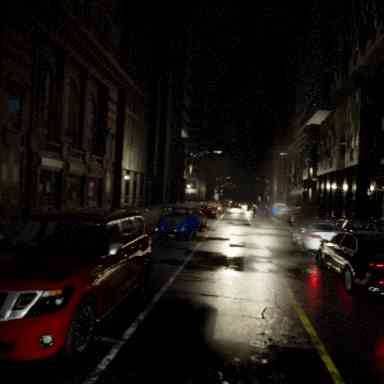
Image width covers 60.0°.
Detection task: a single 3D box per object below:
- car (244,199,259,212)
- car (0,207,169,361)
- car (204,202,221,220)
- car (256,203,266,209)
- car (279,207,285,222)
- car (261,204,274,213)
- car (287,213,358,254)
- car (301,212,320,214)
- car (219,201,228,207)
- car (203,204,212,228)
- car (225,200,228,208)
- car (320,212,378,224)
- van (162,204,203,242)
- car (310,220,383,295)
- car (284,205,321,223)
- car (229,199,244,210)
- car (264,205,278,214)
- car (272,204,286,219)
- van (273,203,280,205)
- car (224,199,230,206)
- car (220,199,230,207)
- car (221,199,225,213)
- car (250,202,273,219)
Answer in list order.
[{"bbox_3d":[10.388,2.389,56.099,2.150,2.045,5.566,3,-1,8],"label":"car"},{"bbox_3d":[-2.129,1.282,6.173,2.192,1.841,5.009,3,-1,8],"label":"car"},{"bbox_3d":[1.594,1.914,33.927,1.967,1.590,4.097,3,-1,8],"label":"car"},{"bbox_3d":[15.996,3.242,77.209,1.887,1.381,4.507,3,-1,8],"label":"car"},{"bbox_3d":[10.027,2.455,32.798,1.802,1.307,4.206,3,-1,8],"label":"car"},{"bbox_3d":[13.757,2.968,60.554,1.802,1.307,4.206,3,-1,8],"label":"car"},{"bbox_3d":[5.819,1.989,15.448,1.812,1.442,4.674,3,-1,8],"label":"car"},{"bbox_3d":[8.535,2.250,21.695,1.802,1.307,4.206,3,-1,8],"label":"car"},{"bbox_3d":[7.555,2.843,78.332,1.887,1.381,4.507,3,-1,8],"label":"car"},{"bbox_3d":[0.075,1.791,22.655,1.752,1.417,4.829,3,-1,8],"label":"car"},{"bbox_3d":[4.571,2.450,56.129,1.947,1.339,4.313,3,-1,8],"label":"car"},{"bbox_3d":[7.797,2.007,16.146,1.967,1.590,4.097,3,-1,8],"label":"car"},{"bbox_3d":[-0.639,1.509,17.274,1.690,1.788,3.998,3,-1,8],"label":"van"},{"bbox_3d":[4.962,1.857,9.511,1.837,1.490,4.892,3,-1,8],"label":"car"},{"bbox_3d":[9.295,2.086,27.250,2.192,1.841,5.009,3,-1,8],"label":"car"},{"bbox_3d":[8.839,2.577,67.116,2.097,1.767,4.553,3,-1,8],"label":"car"},{"bbox_3d":[13.011,2.865,55.004,1.802,1.307,4.206,3,-1,8],"label":"car"},{"bbox_3d":[10.799,2.504,38.518,1.752,1.417,4.829,3,-1,8],"label":"car"},{"bbox_3d":[11.531,2.419,43.903,1.690,1.788,3.998,3,-1,8],"label":"van"},{"bbox_3d":[6.063,2.641,67.230,2.008,1.369,4.403,3,-1,8],"label":"car"},{"bbox_3d":[8.313,2.718,83.886,2.192,1.841,5.009,3,-1,8],"label":"car"},{"bbox_3d":[3.085,2.118,45.028,1.967,1.590,4.097,3,-1,8],"label":"car"},{"bbox_3d":[8.252,2.377,39.893,1.837,1.490,4.892,3,0,8],"label":"car"}]
